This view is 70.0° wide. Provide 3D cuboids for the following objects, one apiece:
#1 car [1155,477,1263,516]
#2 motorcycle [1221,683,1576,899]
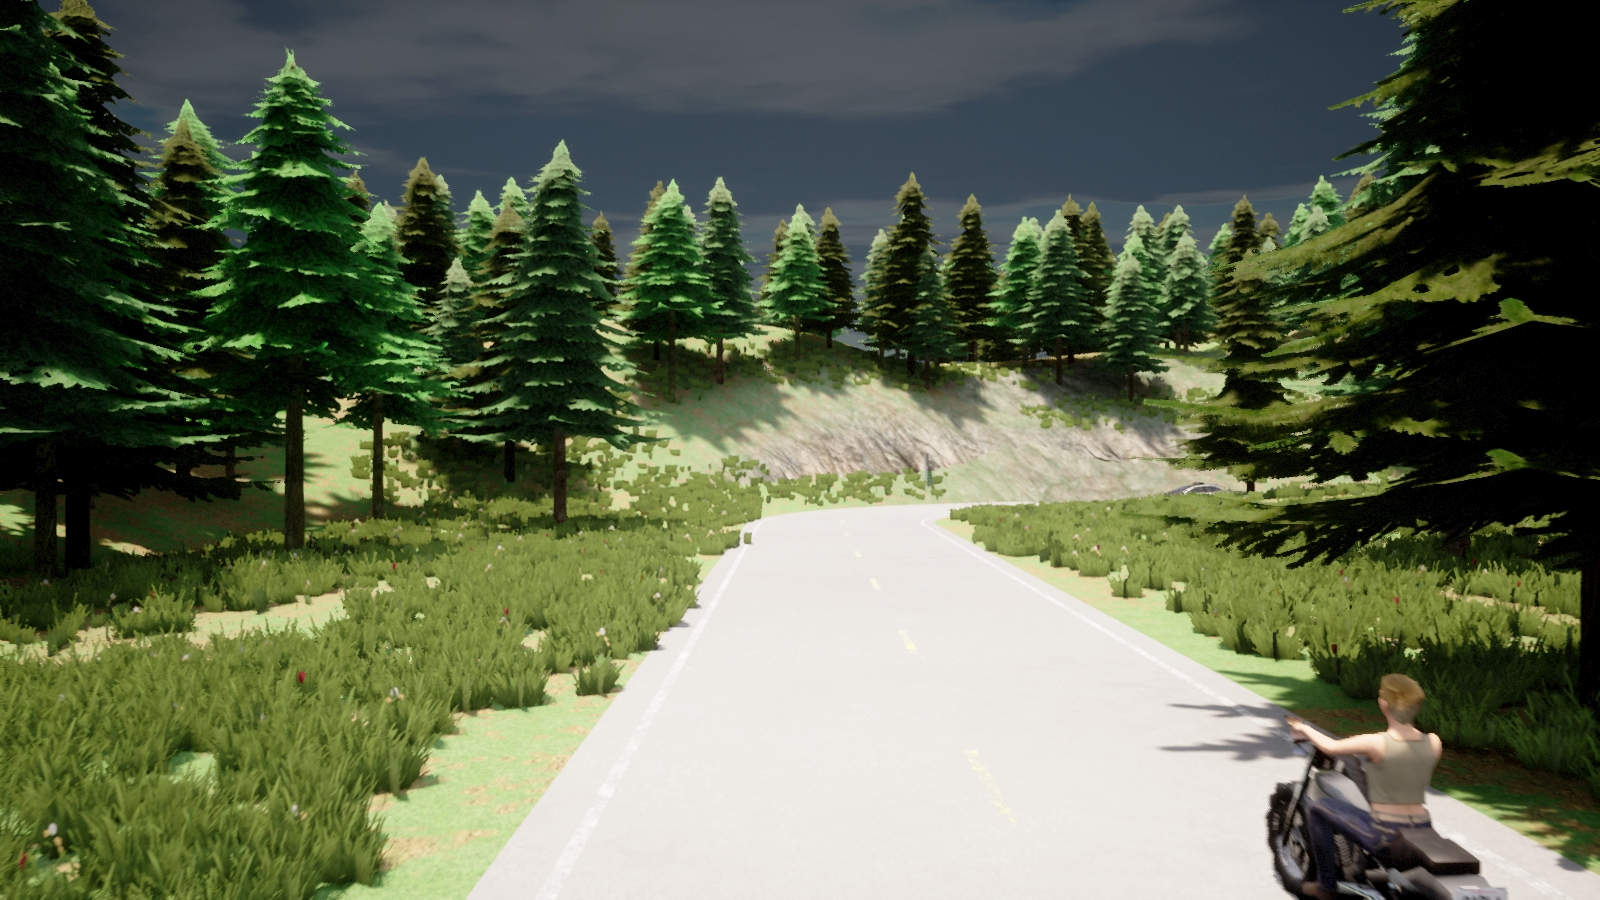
[{"bbox_3d":[21.905,2.468,61.275,4.974,1.542,2.038,-5,0,-5],"label":"car"},{"bbox_3d":[3.180,2.186,6.421,0.764,1.277,2.356,0,0,0],"label":"motorcycle"}]
